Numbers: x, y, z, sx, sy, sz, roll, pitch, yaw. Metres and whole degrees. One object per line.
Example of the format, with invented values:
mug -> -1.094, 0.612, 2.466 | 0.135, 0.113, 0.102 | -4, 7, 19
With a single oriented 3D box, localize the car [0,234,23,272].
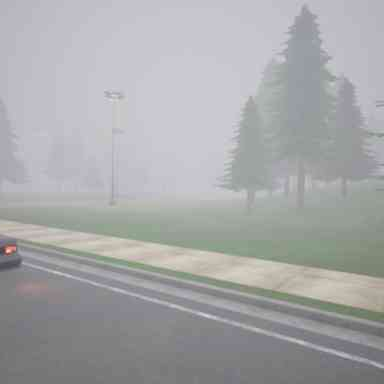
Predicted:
car -> -6.437, 1.274, 8.414 | 5.357, 1.411, 2.033 | 2, 1, 35
